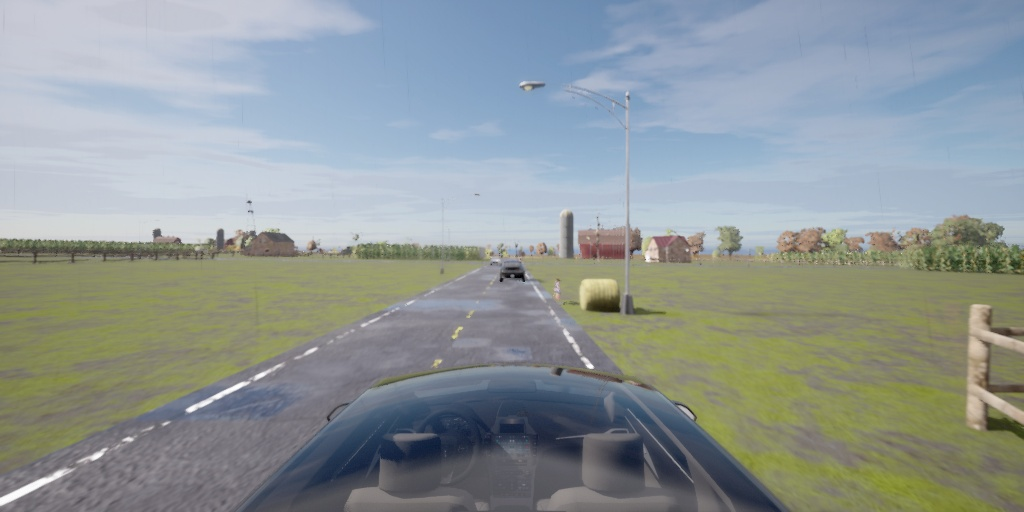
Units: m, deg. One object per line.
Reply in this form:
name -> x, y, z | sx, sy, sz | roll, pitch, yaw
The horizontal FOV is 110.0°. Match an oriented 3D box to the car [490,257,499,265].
car -> -2.779, 0.865, 61.892 | 1.812, 1.442, 4.674 | 0, 0, 0

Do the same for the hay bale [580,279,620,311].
hay bale -> 3.119, 1.318, 12.868 | 1.220, 1.180, 1.240 | 0, 0, 0

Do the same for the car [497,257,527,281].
car -> 0.051, 1.067, 26.937 | 1.837, 1.490, 4.892 | 0, 1, 0

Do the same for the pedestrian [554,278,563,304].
pedestrian -> 1.847, 1.328, 14.014 | 0.500, 1.100, 0.500 | -1, 1, 2
